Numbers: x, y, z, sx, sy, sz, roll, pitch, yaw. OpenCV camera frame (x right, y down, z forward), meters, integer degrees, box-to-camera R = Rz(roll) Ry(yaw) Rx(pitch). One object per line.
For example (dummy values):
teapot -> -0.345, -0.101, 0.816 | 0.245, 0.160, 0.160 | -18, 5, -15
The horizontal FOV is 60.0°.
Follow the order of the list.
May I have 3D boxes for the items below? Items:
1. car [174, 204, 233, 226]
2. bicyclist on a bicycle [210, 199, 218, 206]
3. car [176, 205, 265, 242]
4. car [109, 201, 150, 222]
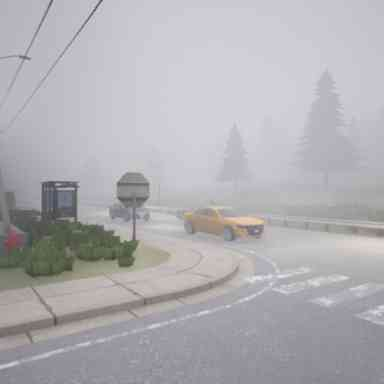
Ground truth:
car -> 0.741, 1.590, 24.423 | 1.895, 1.301, 4.718 | 0, 0, -35
bicyclist on a bicycle -> 1.822, 1.392, 28.707 | 1.656, 1.620, 0.582 | -7, 4, -34
car -> 1.457, 1.470, 16.756 | 1.882, 1.535, 5.008 | 0, 0, -34
car -> -5.005, 1.484, 26.273 | 2.128, 1.511, 4.902 | 0, 0, -34
